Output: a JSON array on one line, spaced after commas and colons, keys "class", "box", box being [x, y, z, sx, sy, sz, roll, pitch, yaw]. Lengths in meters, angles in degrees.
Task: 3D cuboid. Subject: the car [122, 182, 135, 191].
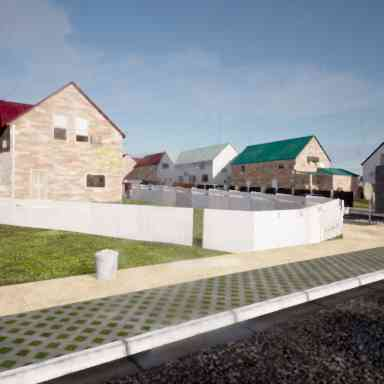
[{"class": "car", "box": [-11.406, -0.958, 57.622, 1.812, 1.442, 4.674, 1, 2, -34]}]

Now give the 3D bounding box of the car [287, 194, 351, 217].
[{"class": "car", "box": [8.618, 0.900, 23.202, 1.812, 1.442, 4.674, 1, 2, -34]}]

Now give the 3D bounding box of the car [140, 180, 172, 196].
[{"class": "car", "box": [-4.734, -0.528, 42.817, 2.150, 2.045, 5.566, 1, 3, -34]}]

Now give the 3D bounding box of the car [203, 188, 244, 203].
[{"class": "car", "box": [2.851, 0.394, 31.656, 1.837, 1.490, 4.892, 1, 3, -35]}]
